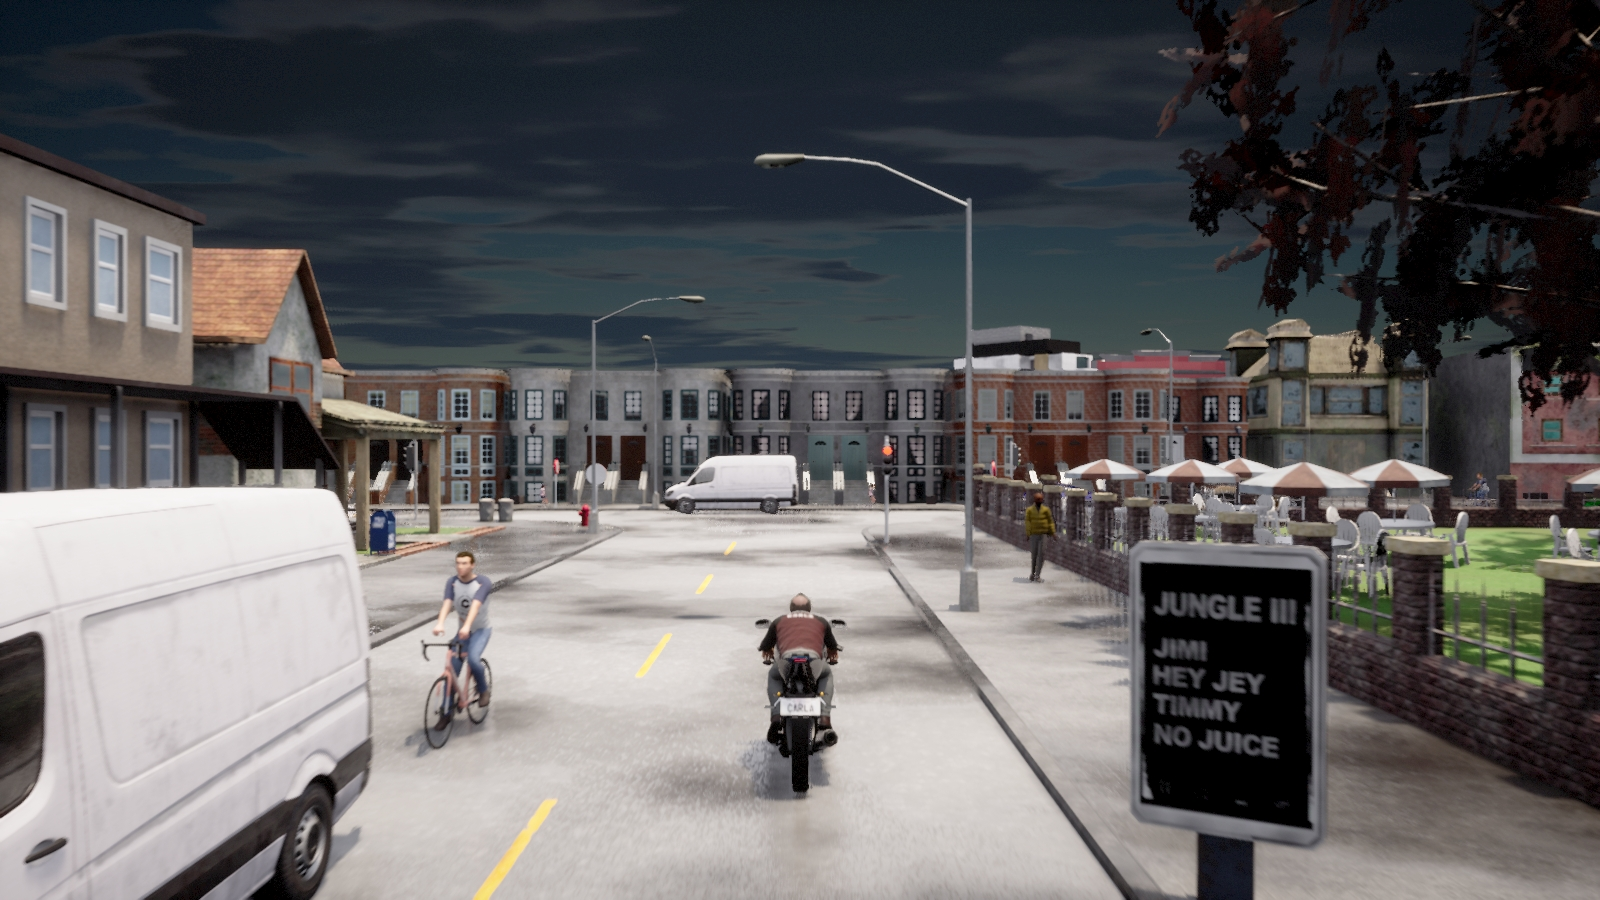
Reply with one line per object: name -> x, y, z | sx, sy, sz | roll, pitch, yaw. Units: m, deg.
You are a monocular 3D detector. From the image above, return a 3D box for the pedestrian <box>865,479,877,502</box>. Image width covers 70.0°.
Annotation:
pedestrian -> 3.345, 1.908, 54.017 | 0.500, 1.100, 0.500 | 0, 0, 11

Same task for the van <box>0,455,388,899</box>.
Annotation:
van -> -3.998, 1.315, 5.404 | 1.988, 2.561, 5.915 | 0, 0, 0

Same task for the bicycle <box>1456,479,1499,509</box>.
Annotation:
bicycle -> 29.873, 1.939, 50.396 | 1.643, 1.296, 0.373 | 0, 0, 0

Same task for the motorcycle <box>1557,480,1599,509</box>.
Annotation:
motorcycle -> 34.582, 1.965, 50.375 | 1.805, 1.236, 0.856 | 0, 0, 1

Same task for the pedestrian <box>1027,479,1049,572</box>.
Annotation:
pedestrian -> 4.826, 1.526, 23.145 | 0.375, 1.860, 0.375 | 0, 0, 2

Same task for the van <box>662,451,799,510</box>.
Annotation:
van -> -3.010, 1.317, 50.429 | 5.915, 2.561, 1.988 | 0, 0, 0

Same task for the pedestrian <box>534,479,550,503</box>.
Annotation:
pedestrian -> -12.150, 1.908, 53.813 | 0.500, 1.100, 0.500 | 0, 0, 42
